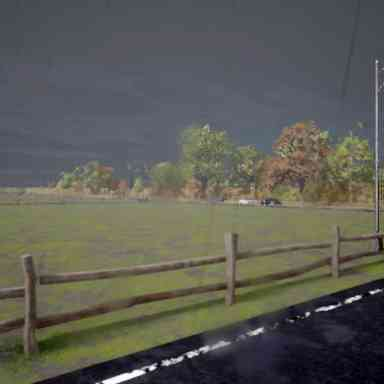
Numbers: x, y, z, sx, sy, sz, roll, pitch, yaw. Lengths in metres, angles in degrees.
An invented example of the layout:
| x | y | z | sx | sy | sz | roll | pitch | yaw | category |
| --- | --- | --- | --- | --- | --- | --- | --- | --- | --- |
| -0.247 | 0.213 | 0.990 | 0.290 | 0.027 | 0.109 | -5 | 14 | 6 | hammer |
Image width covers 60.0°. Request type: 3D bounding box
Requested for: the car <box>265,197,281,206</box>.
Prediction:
| x | y | z | sx | sy | sz | roll | pitch | yaw | category |
| --- | --- | --- | --- | --- | --- | --- | --- | --- | --- |
| 14.091 | 1.748 | 61.533 | 1.882 | 1.535 | 5.008 | 0 | 0 | -35 | car |

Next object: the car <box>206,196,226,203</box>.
| x | y | z | sx | sy | sz | roll | pitch | yaw | category |
| --- | --- | --- | --- | --- | --- | --- | --- | --- | --- |
| 5.418 | 1.638 | 74.051 | 2.033 | 1.411 | 5.357 | 0 | 0 | -35 | car |

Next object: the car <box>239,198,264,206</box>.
| x | y | z | sx | sy | sz | roll | pitch | yaw | category |
| --- | --- | --- | --- | --- | --- | --- | --- | --- | --- |
| 10.705 | 1.780 | 61.488 | 1.812 | 1.442 | 4.674 | 0 | 0 | -34 | car |
